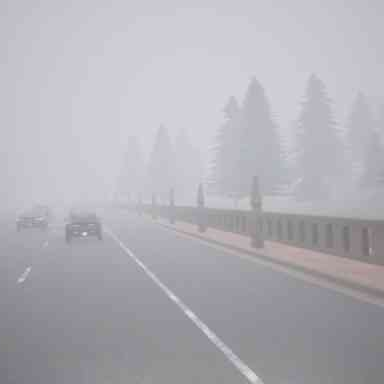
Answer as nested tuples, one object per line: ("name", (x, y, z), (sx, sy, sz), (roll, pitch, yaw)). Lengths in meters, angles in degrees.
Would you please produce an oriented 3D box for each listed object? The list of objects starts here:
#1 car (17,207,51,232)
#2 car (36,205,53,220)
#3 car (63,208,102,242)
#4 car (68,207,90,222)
("car", (-12.156, 2.147, 25.472), (1.812, 1.442, 4.674), (-2, -1, -20))
("car", (-17.057, 2.244, 37.969), (2.097, 1.767, 4.553), (-1, -1, -24))
("car", (-6.235, 1.886, 19.110), (1.837, 1.490, 4.892), (-2, 0, -19))
("car", (-12.031, 2.316, 35.194), (1.895, 1.301, 4.718), (-1, -1, -22))
